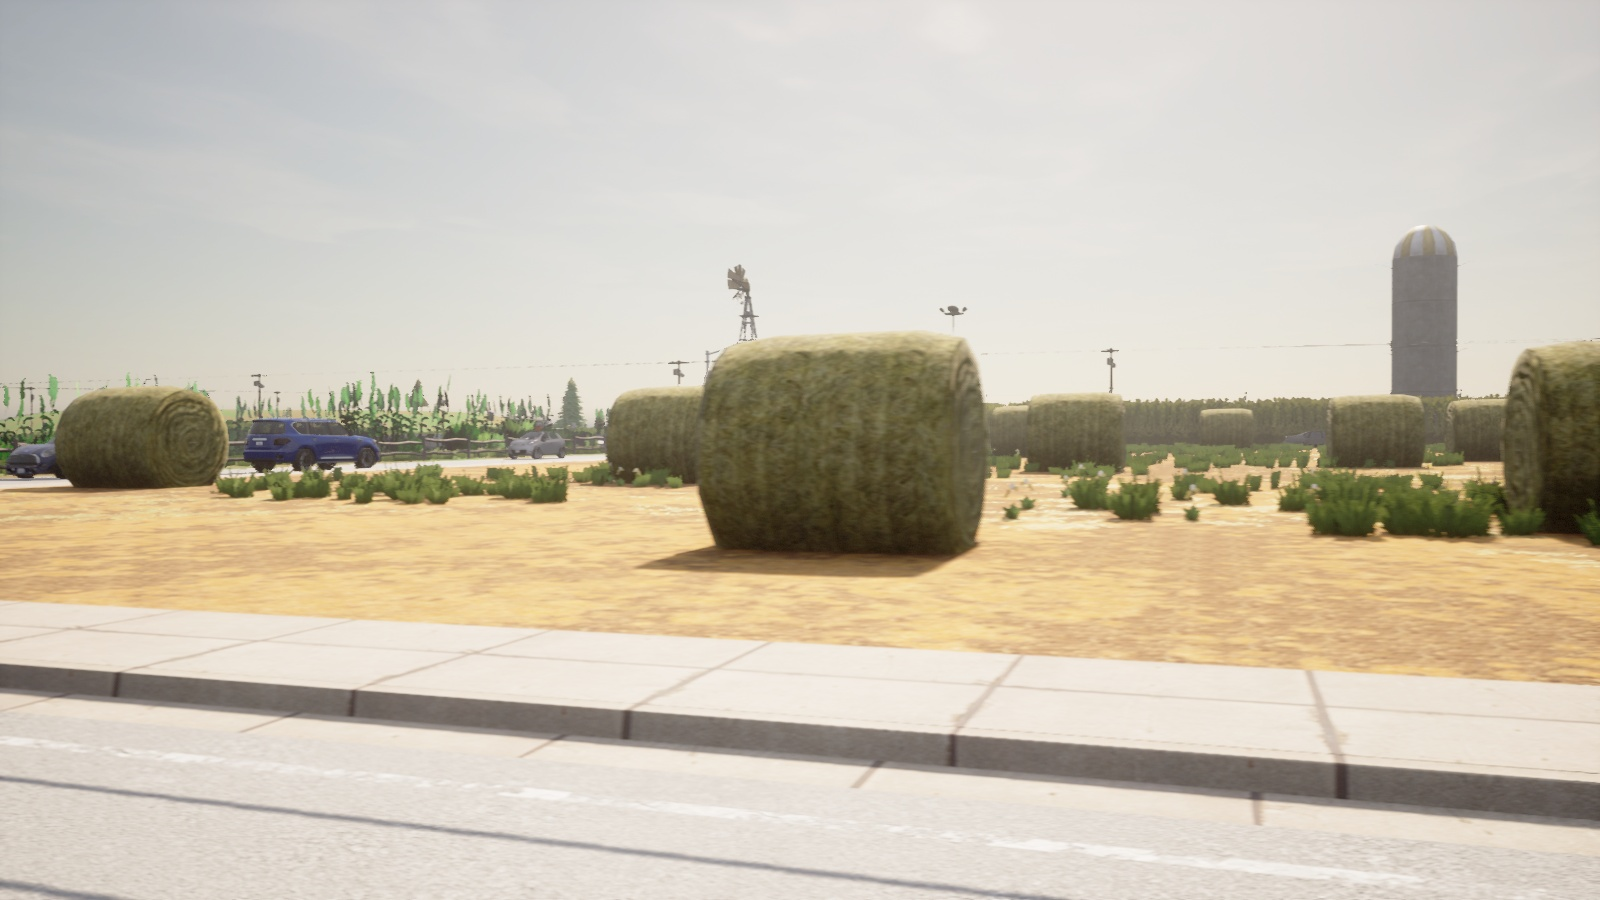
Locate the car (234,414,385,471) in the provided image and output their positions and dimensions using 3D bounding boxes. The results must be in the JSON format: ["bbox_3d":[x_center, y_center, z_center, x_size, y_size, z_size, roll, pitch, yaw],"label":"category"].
[{"bbox_3d":[-18.599,-0.327,47.934,2.150,2.045,5.566,1,1,21],"label":"car"}]

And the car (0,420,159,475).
[{"bbox_3d":[-24.439,-0.124,42.624,2.097,1.767,4.553,1,1,21],"label":"car"}]

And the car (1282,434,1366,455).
[{"bbox_3d":[37.296,-0.420,89.535,5.357,1.411,2.033,1,1,18],"label":"car"}]

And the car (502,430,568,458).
[{"bbox_3d":[-14.389,-0.342,68.289,1.845,1.501,3.633,1,1,21],"label":"car"}]
